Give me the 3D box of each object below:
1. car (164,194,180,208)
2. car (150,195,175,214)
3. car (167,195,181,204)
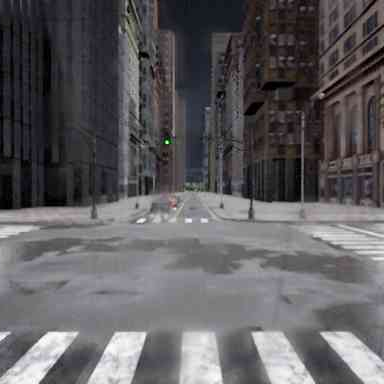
[{"bbox_3d":[-2.926,1.022,42.355,2.097,1.767,4.553,0,0,0],"label":"car"},{"bbox_3d":[-2.975,1.295,32.234,2.033,1.411,5.357,0,0,-1],"label":"car"},{"bbox_3d":[-2.839,1.194,52.549,1.895,1.301,4.718,0,0,1],"label":"car"}]
